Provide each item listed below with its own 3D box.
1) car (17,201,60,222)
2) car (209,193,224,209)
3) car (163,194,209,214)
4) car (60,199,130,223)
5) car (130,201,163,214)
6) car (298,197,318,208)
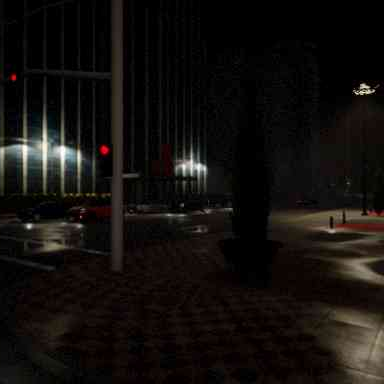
[{"bbox_3d":[-11.280,1.480,26.614,1.882,1.535,5.008,0,0,35],"label":"car"},{"bbox_3d":[2.955,1.216,46.972,2.150,2.045,5.566,0,1,36],"label":"car"},{"bbox_3d":[-0.558,1.354,35.862,2.097,1.767,4.553,0,0,35],"label":"car"},{"bbox_3d":[-7.445,1.354,25.991,2.097,1.767,4.553,0,0,35],"label":"car"},{"bbox_3d":[-4.905,1.604,35.755,1.895,1.301,4.718,0,0,35],"label":"car"},{"bbox_3d":[16.852,1.506,48.255,1.837,1.490,4.892,0,0,35],"label":"car"}]
